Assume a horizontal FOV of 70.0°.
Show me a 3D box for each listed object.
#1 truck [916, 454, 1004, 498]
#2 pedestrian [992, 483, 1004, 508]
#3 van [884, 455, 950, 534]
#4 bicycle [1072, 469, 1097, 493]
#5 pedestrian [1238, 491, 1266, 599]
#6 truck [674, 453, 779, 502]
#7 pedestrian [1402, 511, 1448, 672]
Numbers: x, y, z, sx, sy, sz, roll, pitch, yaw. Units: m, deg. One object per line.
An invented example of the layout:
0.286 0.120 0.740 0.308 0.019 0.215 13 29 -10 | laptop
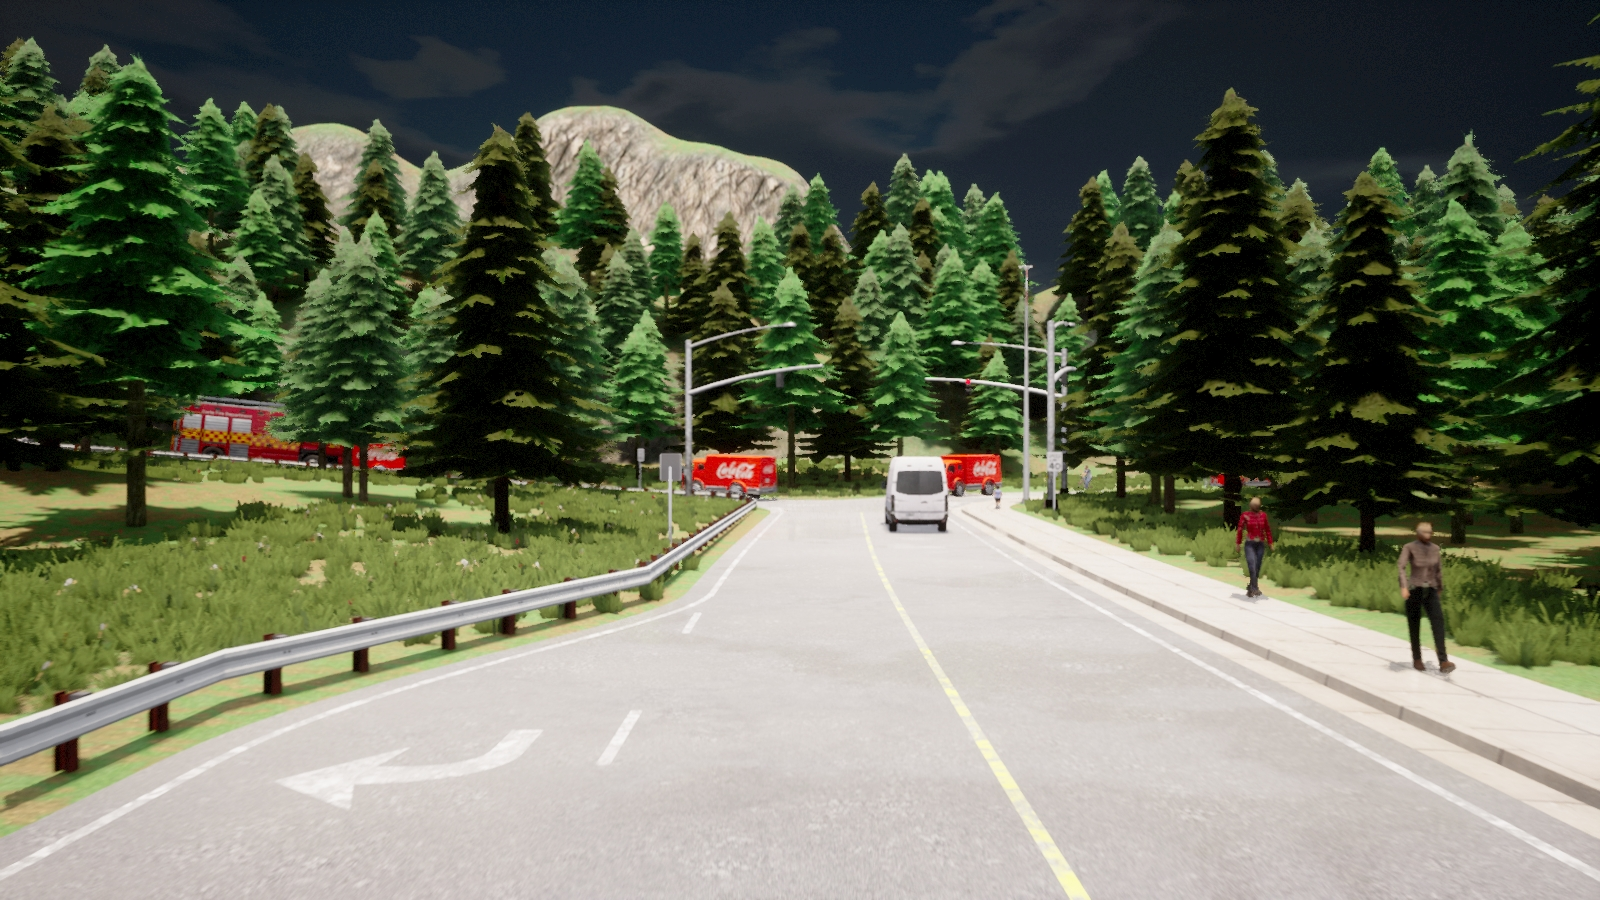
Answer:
9.680 1.504 68.815 5.204 2.467 2.627 -1 1 -45 | truck
8.804 2.031 50.781 0.500 1.100 0.500 0 0 12 | pedestrian
4.098 1.493 40.853 1.988 2.561 5.915 0 0 2 | van
18.536 2.002 74.407 1.643 1.496 0.373 0 1 -20 | bicycle
7.936 1.662 20.074 0.375 1.860 0.375 0 0 7 | pedestrian
-4.098 1.471 63.703 5.204 2.467 2.627 2 1 23 | truck
7.409 1.665 13.547 0.375 1.860 0.375 0 0 9 | pedestrian
